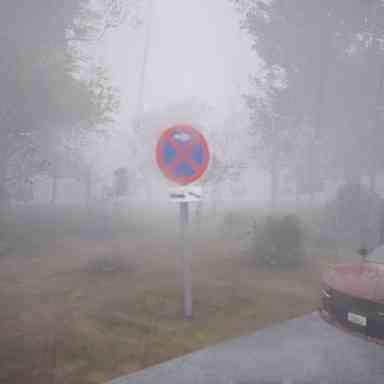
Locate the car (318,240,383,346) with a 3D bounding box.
[{"bbox_3d":[4.341,1.474,5.948,5.008,1.535,1.882,0,0,-34],"label":"car"}]
